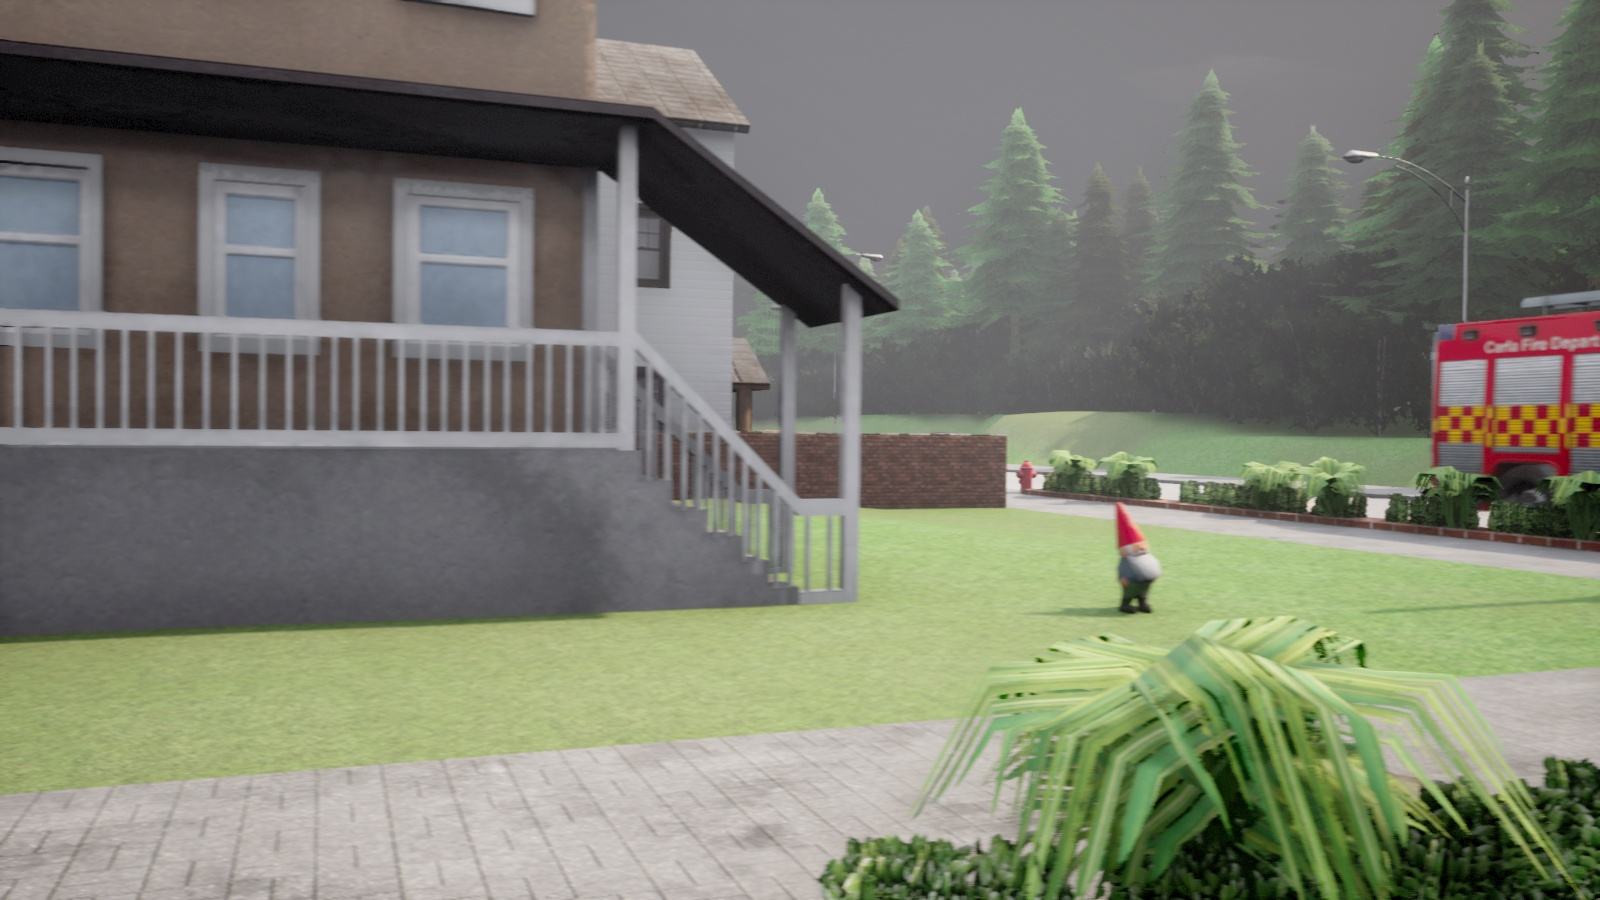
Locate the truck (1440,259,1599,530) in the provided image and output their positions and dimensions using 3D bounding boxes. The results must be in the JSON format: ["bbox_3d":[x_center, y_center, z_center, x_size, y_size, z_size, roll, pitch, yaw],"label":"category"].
[{"bbox_3d":[13.186,-0.783,16.828,2.891,3.827,8.468,-1,1,-21],"label":"truck"}]
